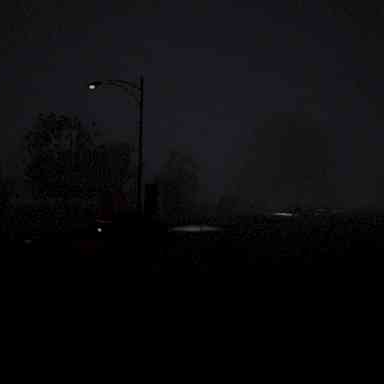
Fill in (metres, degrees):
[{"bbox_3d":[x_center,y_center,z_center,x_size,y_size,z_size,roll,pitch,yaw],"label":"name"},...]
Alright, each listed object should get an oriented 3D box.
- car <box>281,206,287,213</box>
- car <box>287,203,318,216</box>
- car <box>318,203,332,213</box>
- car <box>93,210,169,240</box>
[{"bbox_3d":[15.027,2.410,49.237,2.033,1.411,5.357,1,0,36],"label":"car"},{"bbox_3d":[14.678,2.357,43.964,1.812,1.442,4.674,1,0,36],"label":"car"},{"bbox_3d":[20.669,2.493,52.359,2.128,1.511,4.902,1,0,36],"label":"car"},{"bbox_3d":[-3.326,1.783,19.076,2.128,1.511,4.902,1,0,36],"label":"car"}]
